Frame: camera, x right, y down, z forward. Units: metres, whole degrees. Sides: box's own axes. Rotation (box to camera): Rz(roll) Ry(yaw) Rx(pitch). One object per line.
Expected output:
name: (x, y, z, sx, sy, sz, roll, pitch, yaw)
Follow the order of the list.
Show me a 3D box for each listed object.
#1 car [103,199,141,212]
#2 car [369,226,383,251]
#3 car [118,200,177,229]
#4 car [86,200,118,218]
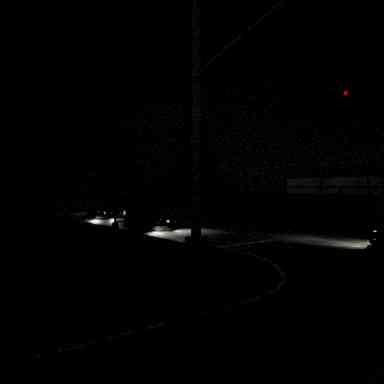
car: (-8.371, 1.601, 40.173, 1.895, 1.301, 4.718, 0, 0, 30)
car: (8.851, 1.564, 12.113, 1.994, 1.385, 4.181, 0, 0, -36)
car: (-2.846, 1.505, 21.858, 1.837, 1.490, 4.892, 0, 0, -36)
car: (-8.378, 1.505, 30.099, 1.837, 1.490, 4.892, 0, 0, -26)
